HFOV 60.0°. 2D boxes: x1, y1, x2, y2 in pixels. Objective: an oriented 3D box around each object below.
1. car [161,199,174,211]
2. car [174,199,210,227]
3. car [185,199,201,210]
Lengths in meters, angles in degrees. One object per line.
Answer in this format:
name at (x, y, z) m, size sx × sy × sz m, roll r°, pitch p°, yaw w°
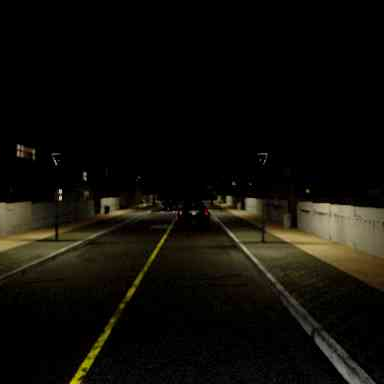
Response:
car at (-2.727, 1.625, 41.078) m, size 2.033 × 1.411 × 5.357 m, roll 0°, pitch 0°, yaw 0°
car at (0.113, 1.354, 22.759) m, size 2.097 × 1.767 × 4.553 m, roll 0°, pitch 0°, yaw 0°
car at (0.124, 1.575, 42.869) m, size 1.994 × 1.385 × 4.181 m, roll 0°, pitch 0°, yaw 0°
